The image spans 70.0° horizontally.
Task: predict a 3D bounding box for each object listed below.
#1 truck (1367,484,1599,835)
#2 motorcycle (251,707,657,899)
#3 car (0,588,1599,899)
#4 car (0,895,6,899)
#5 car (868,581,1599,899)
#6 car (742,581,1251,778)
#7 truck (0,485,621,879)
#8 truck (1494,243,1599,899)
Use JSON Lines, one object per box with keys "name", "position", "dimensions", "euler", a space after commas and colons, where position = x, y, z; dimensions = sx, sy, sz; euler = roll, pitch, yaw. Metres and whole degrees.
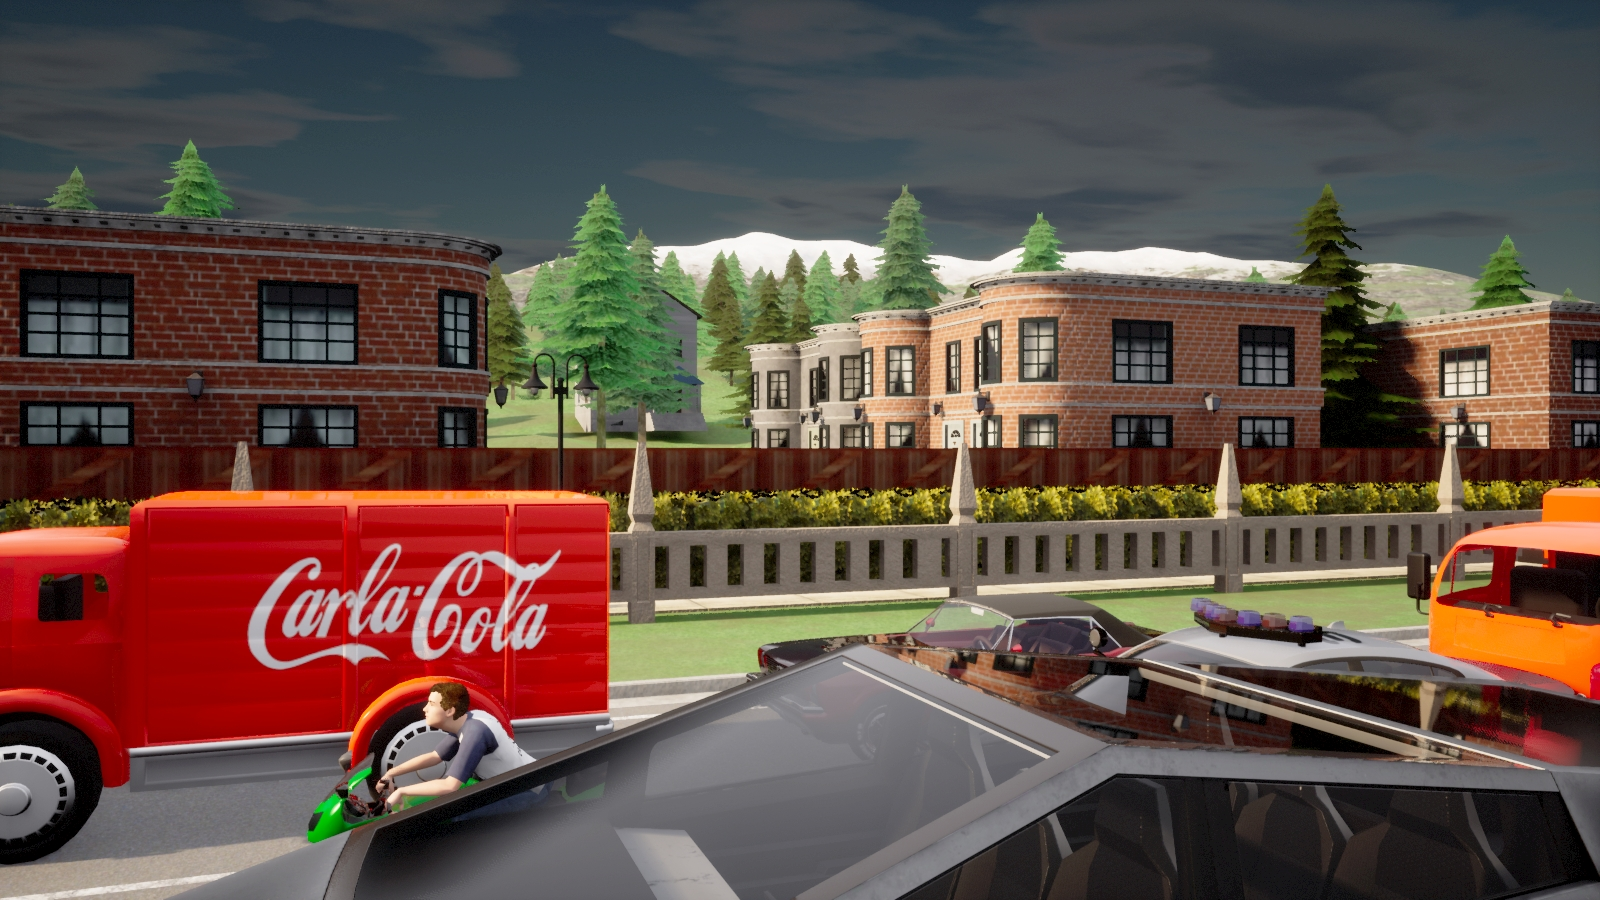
{"name": "truck", "position": [7.993, 1.568, 9.932], "dimensions": [5.204, 2.467, 2.627], "euler": [0, 0, -20]}
{"name": "motorcycle", "position": [-1.880, 2.186, 6.339], "dimensions": [2.033, 1.199, 0.803], "euler": [0, 0, -20]}
{"name": "car", "position": [0.902, 1.754, 3.628], "dimensions": [6.274, 2.098, 2.390], "euler": [0, 0, -20]}
{"name": "car", "position": [-4.026, 2.066, 1.835], "dimensions": [4.193, 1.474, 1.816], "euler": [0, 0, -20]}
{"name": "car", "position": [3.311, 1.982, 8.228], "dimensions": [5.238, 1.638, 2.097], "euler": [0, 0, -20]}
{"name": "car", "position": [1.954, 2.155, 11.458], "dimensions": [4.718, 1.301, 1.895], "euler": [0, 0, -20]}
{"name": "truck", "position": [-4.291, 1.569, 9.195], "dimensions": [5.204, 2.467, 2.627], "euler": [0, 0, -20]}
{"name": "truck", "position": [8.244, 0.891, 6.293], "dimensions": [8.468, 3.827, 2.891], "euler": [0, 0, -20]}
